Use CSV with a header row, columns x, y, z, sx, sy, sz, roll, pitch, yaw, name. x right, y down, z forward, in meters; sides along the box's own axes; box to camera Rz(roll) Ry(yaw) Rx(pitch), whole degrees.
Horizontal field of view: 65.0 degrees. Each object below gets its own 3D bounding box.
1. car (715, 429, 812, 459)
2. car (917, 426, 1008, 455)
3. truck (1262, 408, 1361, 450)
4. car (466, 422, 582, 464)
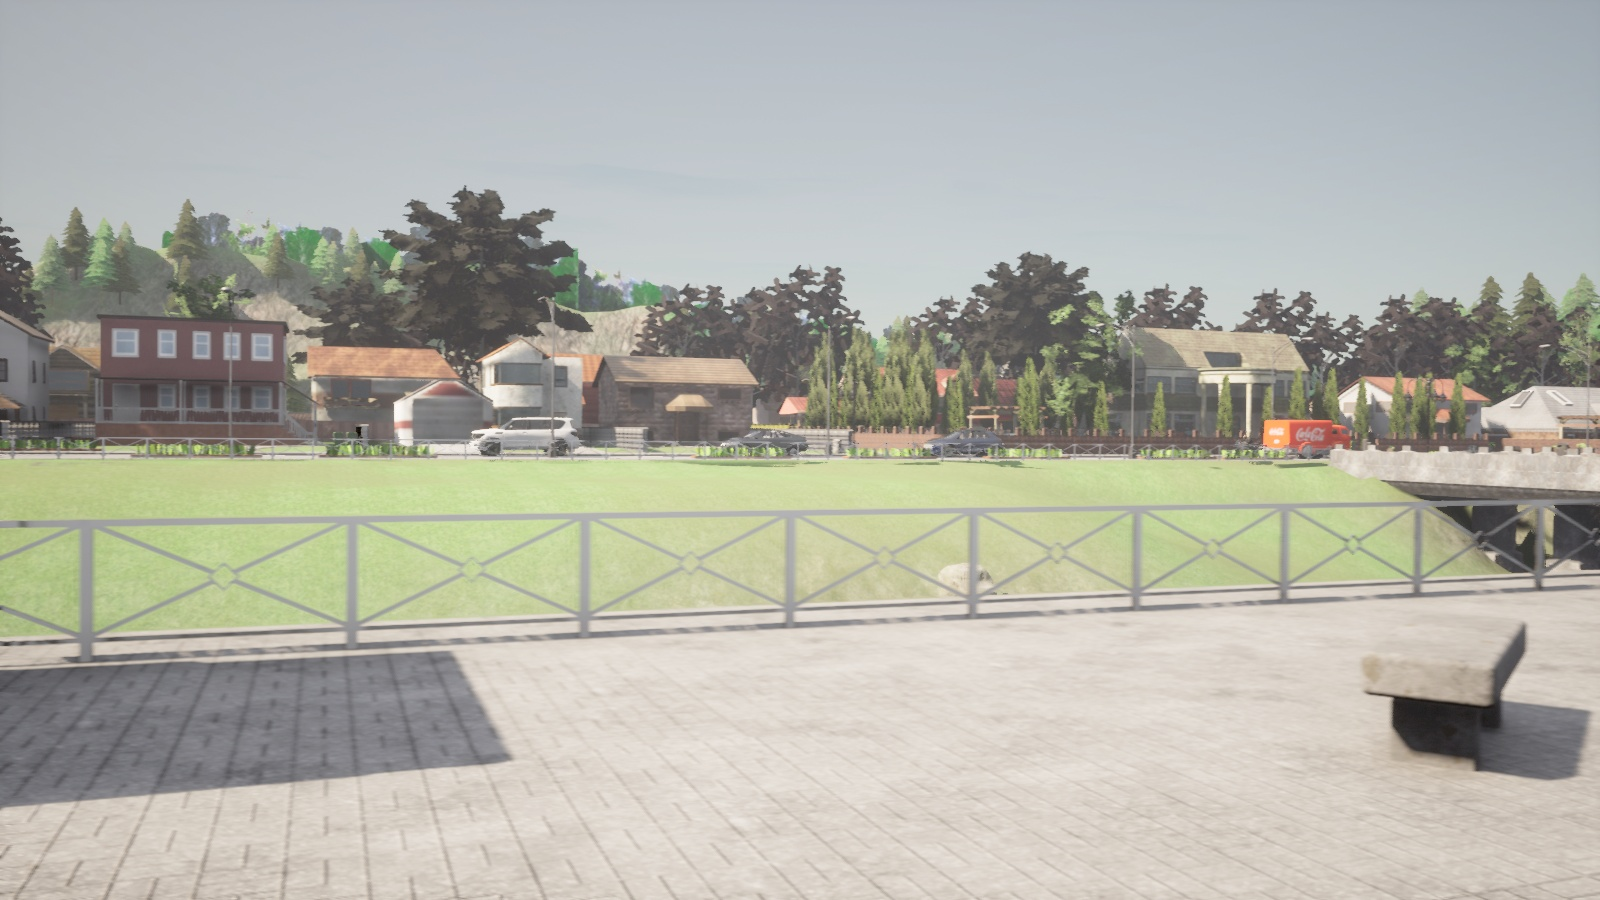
x,y,z,sx,sy,sz,roll,pitch,yaw,name
-2.012,-0.347,69.000,4.902,1.511,2.128,-1,1,-21,car
9.505,-0.569,73.369,4.856,1.649,2.033,-1,1,-21,car
31.536,-1.290,77.444,5.204,2.467,2.627,-1,1,-21,truck
-14.149,-0.378,64.392,5.566,2.045,2.150,-1,1,-21,car
